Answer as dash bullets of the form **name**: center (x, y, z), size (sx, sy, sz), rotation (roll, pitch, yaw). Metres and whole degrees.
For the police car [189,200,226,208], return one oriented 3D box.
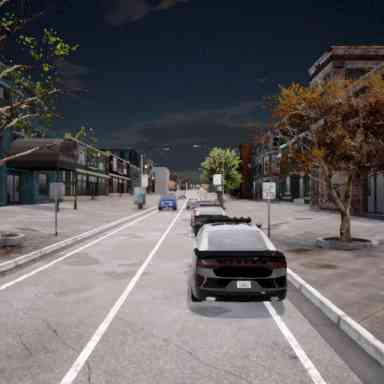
- **police car**: center (0.964, 1.463, 18.481), size (1.930, 1.638, 5.238), rotation (0, 0, 0)

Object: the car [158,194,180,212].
- **car**: center (-2.955, 1.303, 41.345), size (2.150, 2.045, 5.566), rotation (0, 0, 0)

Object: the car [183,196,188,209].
- **car**: center (0.175, 1.632, 45.982), size (2.033, 1.411, 5.357), rotation (0, 0, 0)

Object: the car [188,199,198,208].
- **car**: center (0.985, 1.401, 24.341), size (2.097, 1.767, 4.553), rotation (0, 0, 0)

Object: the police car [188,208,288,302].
- **police car**: center (0.929, 1.441, 8.481), size (1.930, 1.638, 5.238), rotation (0, 0, 0)
